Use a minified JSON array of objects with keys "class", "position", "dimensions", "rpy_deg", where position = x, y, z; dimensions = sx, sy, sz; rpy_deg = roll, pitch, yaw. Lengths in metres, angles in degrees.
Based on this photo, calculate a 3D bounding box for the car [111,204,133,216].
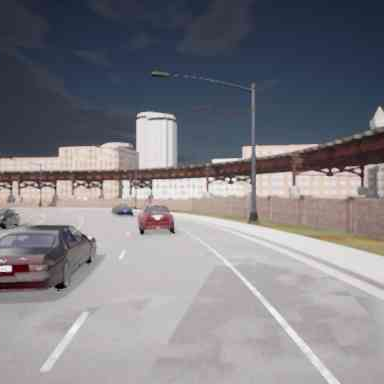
[{"class":"car","position":[-8.780,2.213,41.432],"dimensions":[1.994,1.385,4.181],"rpy_deg":[0,-1,-24]}]

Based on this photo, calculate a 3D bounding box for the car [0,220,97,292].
[{"class":"car","position":[-3.972,1.601,9.108],"dimensions":[2.033,1.411,5.357],"rpy_deg":[0,-1,-6]}]

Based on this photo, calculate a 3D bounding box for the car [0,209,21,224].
[{"class":"car","position":[-13.967,1.939,24.271],"dimensions":[2.033,1.411,5.357],"rpy_deg":[0,-1,-15]}]

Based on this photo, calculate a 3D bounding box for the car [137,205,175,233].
[{"class":"car","position":[-2.421,1.595,21.425],"dimensions":[2.097,1.767,4.553],"rpy_deg":[0,-1,-11]}]
